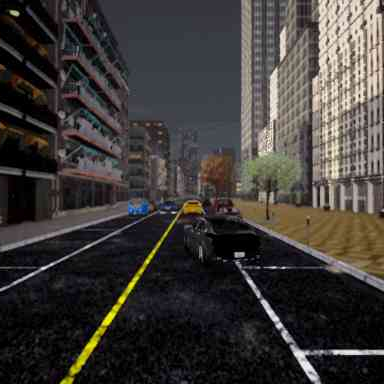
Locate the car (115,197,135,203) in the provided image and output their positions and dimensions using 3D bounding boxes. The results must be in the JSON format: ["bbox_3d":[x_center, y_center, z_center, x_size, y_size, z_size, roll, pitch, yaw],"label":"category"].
[{"bbox_3d":[-16.419,2.017,81.326,4.403,1.369,2.008,1,-1,-1],"label":"car"}]

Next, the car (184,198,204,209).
[{"bbox_3d":[0.100,1.771,37.406,1.882,1.535,5.008,0,-1,0],"label":"car"}]

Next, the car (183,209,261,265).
[{"bbox_3d":[0.897,1.600,12.149,1.837,1.490,4.892,0,0,-12],"label":"car"}]

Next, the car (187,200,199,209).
[{"bbox_3d":[0.101,2.043,54.906,1.895,1.301,4.718,0,0,0],"label":"car"}]

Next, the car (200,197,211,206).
[{"bbox_3d":[2.698,1.876,68.343,2.192,1.841,5.009,0,-1,0],"label":"car"}]

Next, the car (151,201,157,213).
[{"bbox_3d":[-5.685,1.845,40.559,1.752,1.417,4.829,0,0,0],"label":"car"}]

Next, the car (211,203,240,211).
[{"bbox_3d":[2.695,1.738,24.159,2.008,1.369,4.403,0,0,0],"label":"car"}]

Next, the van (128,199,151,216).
[{"bbox_3d":[-5.685,1.617,35.207,1.690,1.788,3.998,0,0,0],"label":"van"}]

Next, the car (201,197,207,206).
[{"bbox_3d":[2.697,2.078,62.818,1.947,1.339,4.313,0,-1,0],"label":"car"}]

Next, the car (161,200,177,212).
[{"bbox_3d":[-3.074,1.881,44.780,1.812,1.442,4.674,0,0,0],"label":"car"}]

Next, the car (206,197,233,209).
[{"bbox_3d":[2.696,1.546,29.685,2.192,1.841,5.009,0,0,0],"label":"car"}]
